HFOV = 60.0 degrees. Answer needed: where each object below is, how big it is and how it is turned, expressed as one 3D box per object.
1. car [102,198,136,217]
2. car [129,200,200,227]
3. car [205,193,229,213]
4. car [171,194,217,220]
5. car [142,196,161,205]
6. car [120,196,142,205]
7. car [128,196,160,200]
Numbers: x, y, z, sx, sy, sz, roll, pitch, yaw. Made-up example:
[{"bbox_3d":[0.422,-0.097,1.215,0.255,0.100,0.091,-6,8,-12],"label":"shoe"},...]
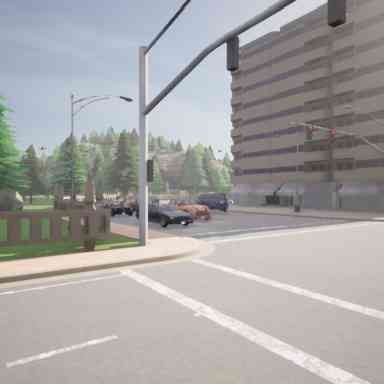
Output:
[{"bbox_3d":[-6.910,1.545,30.707,1.895,1.301,4.718,0,0,-27],"label":"car"},{"bbox_3d":[-2.023,1.492,22.453,2.033,1.411,5.357,0,0,-34],"label":"car"},{"bbox_3d":[1.868,1.166,36.493,2.150,2.045,5.566,0,0,-26],"label":"car"},{"bbox_3d":[-0.378,1.296,26.457,2.097,1.767,4.553,0,0,-32],"label":"car"},{"bbox_3d":[-7.238,1.473,60.362,1.837,1.490,4.892,0,0,14],"label":"car"},{"bbox_3d":[-10.871,1.492,59.956,2.033,1.411,5.357,0,0,12],"label":"car"},{"bbox_3d":[-5.031,1.422,34.775,1.882,1.535,5.008,0,0,-22],"label":"car"}]
